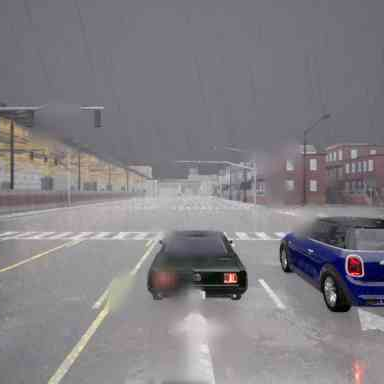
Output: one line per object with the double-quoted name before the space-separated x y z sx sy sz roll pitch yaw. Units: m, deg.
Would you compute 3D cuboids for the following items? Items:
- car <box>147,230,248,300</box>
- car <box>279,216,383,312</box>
"car" 0.100 1.601 8.317 1.895 1.301 4.718 0 0 0
"car" 3.599 1.352 7.861 2.097 1.767 4.553 0 0 -1
